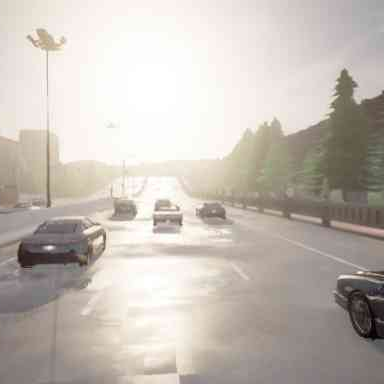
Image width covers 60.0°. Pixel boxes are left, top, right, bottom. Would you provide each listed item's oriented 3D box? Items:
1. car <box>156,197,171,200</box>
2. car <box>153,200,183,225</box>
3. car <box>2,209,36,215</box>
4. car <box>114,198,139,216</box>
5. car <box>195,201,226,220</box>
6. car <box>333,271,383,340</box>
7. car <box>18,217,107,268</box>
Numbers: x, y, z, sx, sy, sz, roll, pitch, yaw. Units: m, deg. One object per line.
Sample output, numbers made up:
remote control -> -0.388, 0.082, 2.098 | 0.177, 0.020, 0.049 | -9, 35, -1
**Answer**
car -> -3.532, 1.327, 41.093 | 1.994, 1.385, 4.181 | 0, 0, -6
car -> -1.672, 1.470, 22.422 | 1.895, 1.301, 4.718 | 0, 0, -6
car -> -12.622, 1.480, 24.455 | 1.994, 1.385, 4.181 | 0, 0, -6
car -> -6.024, 1.318, 30.798 | 1.882, 1.535, 5.008 | 0, 0, -6
car -> 1.430, 1.390, 26.577 | 1.994, 1.385, 4.181 | 0, 0, -6
car -> 3.523, 1.506, 3.425 | 2.033, 1.411, 5.357 | 0, 0, -3
car -> -4.136, 1.516, 11.244 | 1.994, 1.385, 4.181 | 0, 0, -5
